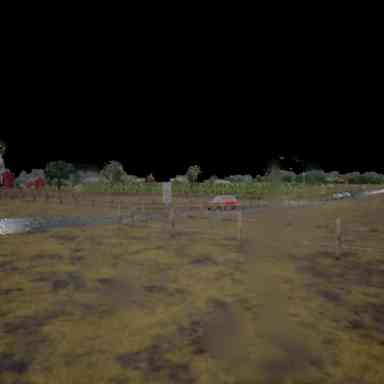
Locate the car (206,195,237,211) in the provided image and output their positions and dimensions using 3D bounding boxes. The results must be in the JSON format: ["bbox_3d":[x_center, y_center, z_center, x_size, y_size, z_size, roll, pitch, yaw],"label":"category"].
[{"bbox_3d":[4.221,1.520,46.797,2.150,2.045,5.566,0,0,36],"label":"car"}]

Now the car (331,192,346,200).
[{"bbox_3d":[37.732,1.169,86.667,2.097,1.767,4.553,0,1,36],"label":"car"}]
